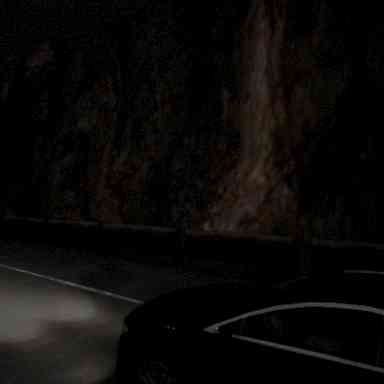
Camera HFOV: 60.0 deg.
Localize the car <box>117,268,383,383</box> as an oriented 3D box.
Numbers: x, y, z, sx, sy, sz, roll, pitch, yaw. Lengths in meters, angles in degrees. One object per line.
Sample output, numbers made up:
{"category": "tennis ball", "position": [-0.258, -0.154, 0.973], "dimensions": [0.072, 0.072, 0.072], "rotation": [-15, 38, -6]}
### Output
{"category": "car", "position": [1.404, 1.492, 2.991], "dimensions": [4.902, 1.511, 2.128], "rotation": [0, 0, 36]}
